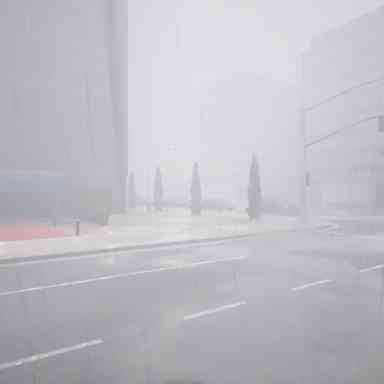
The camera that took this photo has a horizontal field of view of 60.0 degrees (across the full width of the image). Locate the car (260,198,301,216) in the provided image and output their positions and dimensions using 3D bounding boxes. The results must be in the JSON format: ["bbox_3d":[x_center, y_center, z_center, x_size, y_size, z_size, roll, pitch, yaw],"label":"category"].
[{"bbox_3d":[8.192,1.352,32.161,2.097,1.767,4.553,0,0,-35],"label":"car"}]

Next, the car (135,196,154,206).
[{"bbox_3d":[-8.100,1.526,55.676,1.812,1.442,4.674,0,0,-34],"label":"car"}]

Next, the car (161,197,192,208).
[{"bbox_3d":[-2.559,1.547,47.646,2.033,1.411,5.357,0,0,-35],"label":"car"}]

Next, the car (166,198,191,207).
[{"bbox_3d":[-2.202,1.601,53.280,1.895,1.301,4.718,0,0,-35],"label":"car"}]

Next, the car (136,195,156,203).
[{"bbox_3d":[-9.772,1.520,70.452,2.128,1.511,4.902,0,0,-35],"label":"car"}]

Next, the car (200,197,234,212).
[{"bbox_3d":[3.001,1.491,39.637,2.128,1.511,4.902,0,0,-35],"label":"car"}]

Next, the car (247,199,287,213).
[{"bbox_3d":[8.509,1.564,37.841,1.994,1.385,4.181,0,0,-35],"label":"car"}]

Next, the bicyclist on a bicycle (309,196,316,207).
[{"bbox_3d":[16.941,1.301,46.707,1.656,1.620,0.582,0,0,-35],"label":"bicyclist on a bicycle"}]

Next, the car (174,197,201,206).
[{"bbox_3d":[-0.917,1.547,57.896,2.033,1.411,5.357,0,0,-35],"label":"car"}]

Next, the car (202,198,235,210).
[{"bbox_3d":[3.515,1.526,45.036,1.812,1.442,4.674,0,0,-35],"label":"car"}]

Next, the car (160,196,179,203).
[{"bbox_3d":[-4.757,1.601,69.527,1.895,1.301,4.718,0,0,-35],"label":"car"}]

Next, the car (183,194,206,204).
[{"bbox_3d":[0.365,1.352,62.186,2.097,1.767,4.553,0,0,-35],"label":"car"}]
